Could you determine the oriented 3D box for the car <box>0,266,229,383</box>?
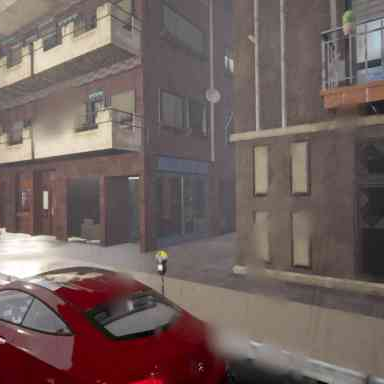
[{"bbox_3d":[-1.581,1.583,3.979,4.206,1.307,1.802,0,-1,36],"label":"car"}]
